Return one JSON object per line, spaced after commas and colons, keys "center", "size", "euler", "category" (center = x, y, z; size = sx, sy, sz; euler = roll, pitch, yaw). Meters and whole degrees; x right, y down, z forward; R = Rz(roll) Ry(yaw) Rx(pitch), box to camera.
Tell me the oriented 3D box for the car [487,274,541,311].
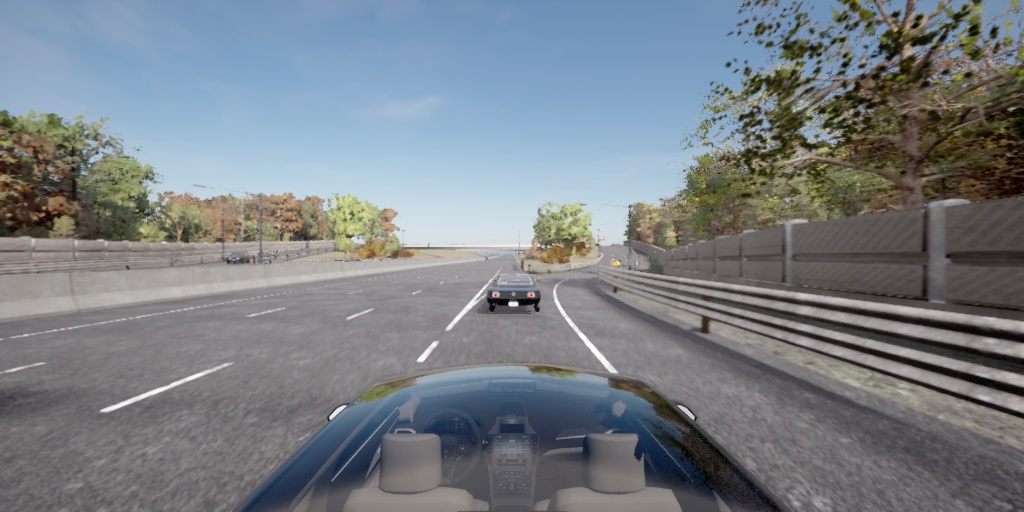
{"center": [0.180, 1.355, 14.489], "size": [1.895, 1.301, 4.718], "euler": [0, 0, 3], "category": "car"}
